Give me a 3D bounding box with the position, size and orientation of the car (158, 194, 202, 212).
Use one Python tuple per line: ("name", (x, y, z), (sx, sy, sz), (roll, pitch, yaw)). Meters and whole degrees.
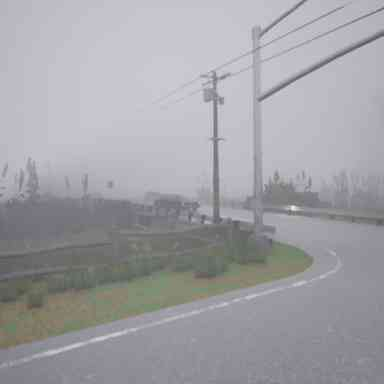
("car", (-1.209, 0.875, 26.361), (1.895, 1.301, 4.718), (-1, 2, -32))
